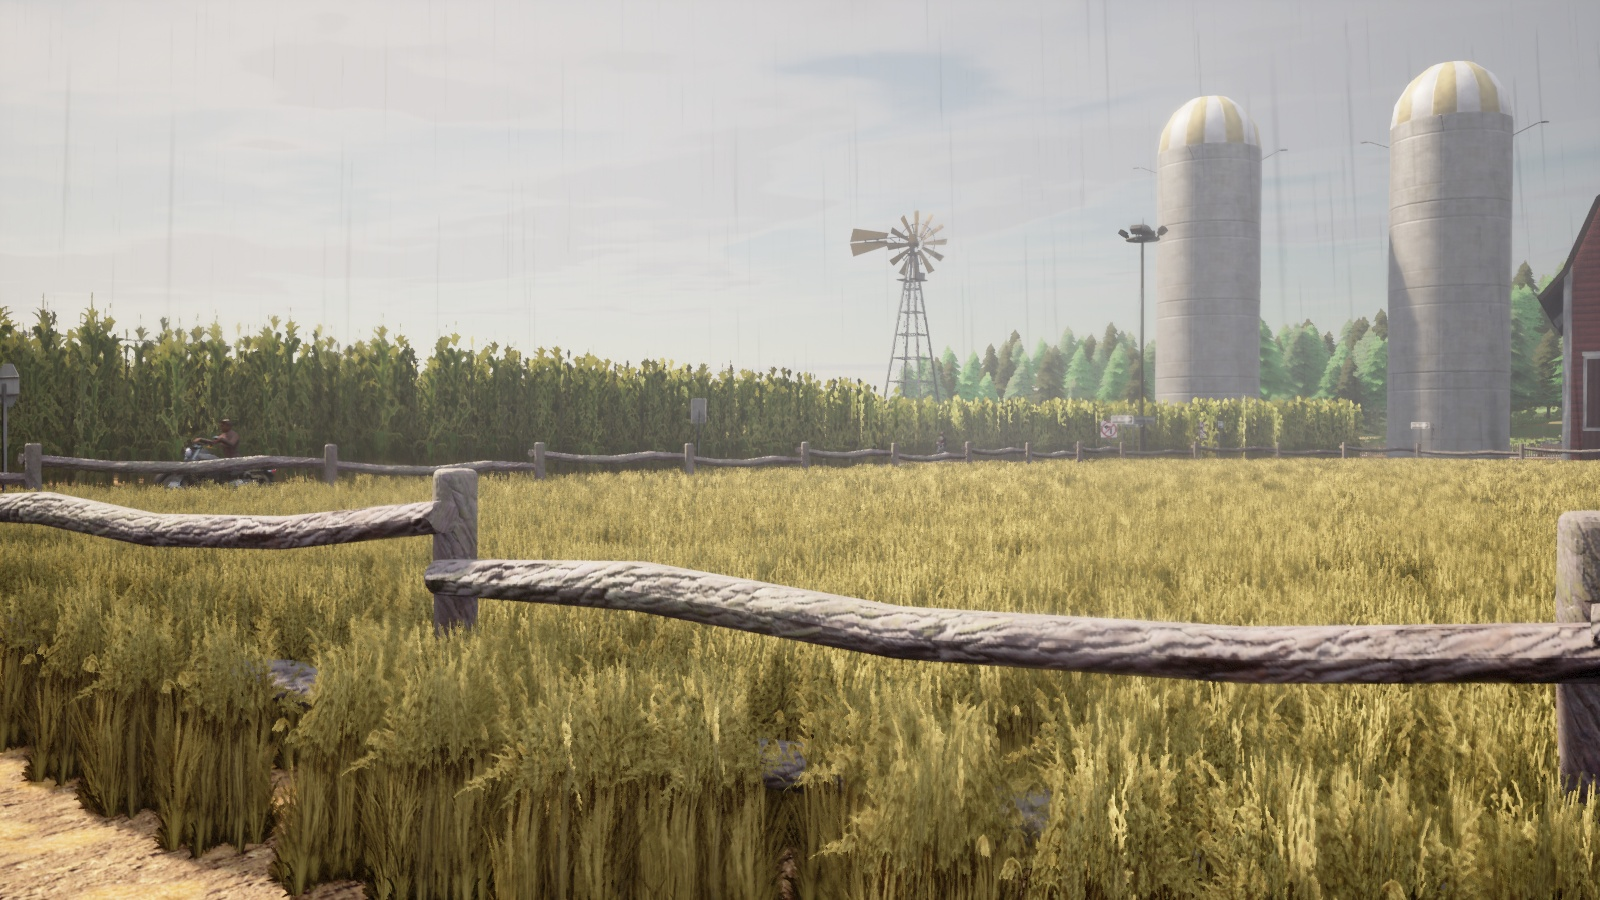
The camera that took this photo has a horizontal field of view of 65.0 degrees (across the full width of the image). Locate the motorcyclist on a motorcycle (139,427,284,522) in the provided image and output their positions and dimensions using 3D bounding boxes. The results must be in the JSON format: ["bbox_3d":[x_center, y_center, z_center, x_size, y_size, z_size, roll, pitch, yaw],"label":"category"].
[{"bbox_3d":[-10.823,0.416,23.194,0.766,1.649,2.350,0,1,34],"label":"motorcyclist on a motorcycle"}]
